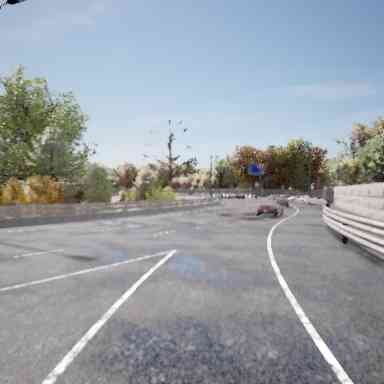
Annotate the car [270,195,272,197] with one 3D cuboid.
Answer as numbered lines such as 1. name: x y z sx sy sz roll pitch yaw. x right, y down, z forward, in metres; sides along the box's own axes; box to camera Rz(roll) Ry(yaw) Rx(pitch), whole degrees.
1. car: 16.270 1.359 65.876 2.097 1.767 4.553 0 0 5

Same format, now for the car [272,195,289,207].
1. car: 13.924 1.516 51.587 2.128 1.511 4.902 1 0 13

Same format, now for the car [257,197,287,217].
1. car: 7.461 1.526 31.655 1.812 1.442 4.674 1 0 24
